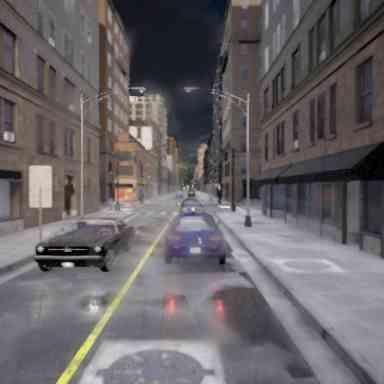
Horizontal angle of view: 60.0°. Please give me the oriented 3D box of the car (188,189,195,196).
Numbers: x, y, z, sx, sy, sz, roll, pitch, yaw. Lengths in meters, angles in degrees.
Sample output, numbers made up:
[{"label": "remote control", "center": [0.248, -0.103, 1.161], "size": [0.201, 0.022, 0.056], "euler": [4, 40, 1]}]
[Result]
[{"label": "car", "center": [-0.078, 0.616, 85.731], "size": [1.882, 1.535, 5.008], "euler": [0, 1, 0]}]

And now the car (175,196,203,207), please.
[{"label": "car", "center": [-0.107, 1.291, 27.091], "size": [2.033, 1.411, 5.357], "euler": [0, 1, -4]}]

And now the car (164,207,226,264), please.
[{"label": "car", "center": [0.091, 1.420, 11.325], "size": [1.812, 1.442, 4.674], "euler": [0, 0, 0]}]

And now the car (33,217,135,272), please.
[{"label": "car", "center": [-3.106, 1.502, 10.547], "size": [1.895, 1.301, 4.718], "euler": [0, 1, 0]}]

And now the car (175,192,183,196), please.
[{"label": "car", "center": [-3.071, 0.747, 78.248], "size": [2.128, 1.511, 4.902], "euler": [0, 1, 0]}]
